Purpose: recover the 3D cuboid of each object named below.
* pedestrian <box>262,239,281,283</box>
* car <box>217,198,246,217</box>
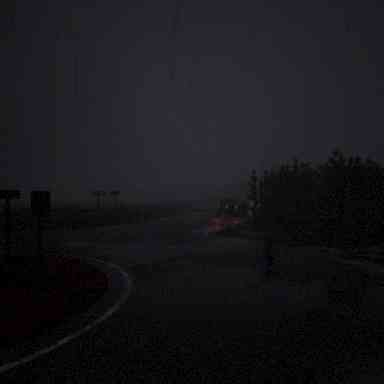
[{"bbox_3d":[1.965,1.294,8.327,0.375,1.860,0.375,0,0,-8],"label":"pedestrian"},{"bbox_3d":[3.874,1.331,31.154,2.097,1.767,4.553,0,0,22],"label":"car"}]
